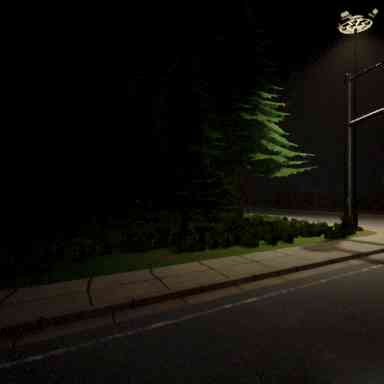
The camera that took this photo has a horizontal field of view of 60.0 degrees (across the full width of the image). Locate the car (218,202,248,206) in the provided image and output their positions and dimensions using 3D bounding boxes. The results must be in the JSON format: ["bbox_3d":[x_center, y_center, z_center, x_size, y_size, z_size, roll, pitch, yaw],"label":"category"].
[{"bbox_3d":[3.989,1.517,35.632,2.128,1.511,4.902,0,0,-35],"label":"car"}]
